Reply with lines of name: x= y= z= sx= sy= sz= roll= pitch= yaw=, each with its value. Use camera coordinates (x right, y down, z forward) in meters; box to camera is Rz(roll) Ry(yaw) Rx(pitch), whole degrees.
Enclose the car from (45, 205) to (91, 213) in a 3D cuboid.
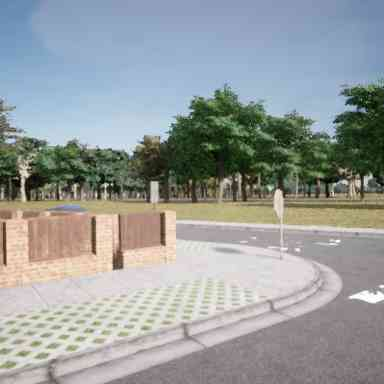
car: x=-7.846 y=1.632 z=21.761 sx=5.008 sy=1.535 sz=1.882 roll=0 pitch=0 yaw=31
